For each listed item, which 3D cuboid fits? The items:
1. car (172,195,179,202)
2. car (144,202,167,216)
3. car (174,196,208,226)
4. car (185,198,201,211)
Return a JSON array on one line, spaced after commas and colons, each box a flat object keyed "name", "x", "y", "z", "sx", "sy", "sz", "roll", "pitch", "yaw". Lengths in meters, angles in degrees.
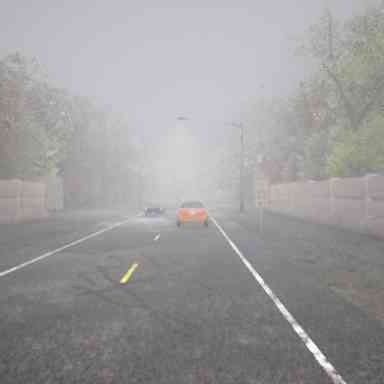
[{"name": "car", "x": -3.492, "y": 1.450, "z": 75.357, "sx": 1.994, "sy": 1.385, "sz": 4.181, "roll": 0, "pitch": 0, "yaw": 0}, {"name": "car", "x": -3.594, "y": 1.657, "z": 33.168, "sx": 1.895, "sy": 1.301, "sz": 4.718, "roll": 0, "pitch": 0, "yaw": 0}, {"name": "car", "x": 0.048, "y": 1.393, "z": 23.953, "sx": 2.097, "sy": 1.767, "sz": 4.553, "roll": 0, "pitch": 0, "yaw": 1}, {"name": "car", "x": 0.096, "y": 1.539, "z": 42.311, "sx": 1.882, "sy": 1.535, "sz": 5.008, "roll": 0, "pitch": 0, "yaw": 0}]
